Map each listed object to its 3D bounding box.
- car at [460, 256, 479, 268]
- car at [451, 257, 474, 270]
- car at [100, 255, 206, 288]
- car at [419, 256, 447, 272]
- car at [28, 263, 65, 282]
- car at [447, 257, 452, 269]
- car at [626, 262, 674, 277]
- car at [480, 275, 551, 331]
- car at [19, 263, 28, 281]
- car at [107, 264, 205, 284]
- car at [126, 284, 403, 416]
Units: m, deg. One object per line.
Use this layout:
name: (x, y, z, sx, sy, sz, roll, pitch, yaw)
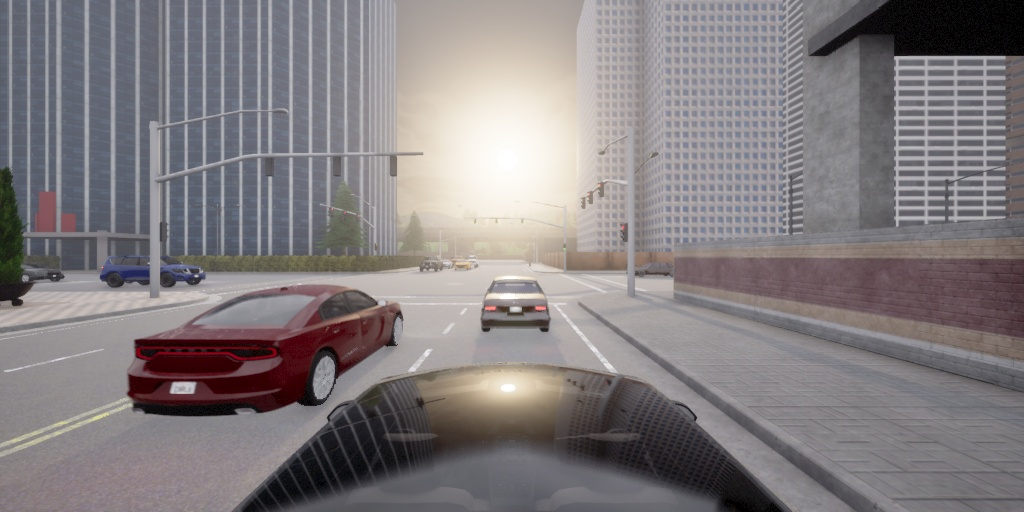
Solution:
car: (-7.031, 0.971, 61.800, 2.150, 2.045, 5.566, 0, 0, 0)
car: (-7.063, 1.227, 51.959, 1.882, 1.535, 5.008, 0, 0, 0)
car: (-23.595, 0.972, 23.652, 5.566, 2.045, 2.150, 0, 0, 0)
car: (-10.569, 0.972, 47.353, 2.150, 2.045, 5.566, 0, 0, 0)
car: (-37.007, 1.255, 27.075, 4.892, 1.490, 1.837, 0, 0, 0)
car: (-10.551, 1.275, 56.892, 1.812, 1.442, 4.674, 0, 0, 0)
car: (13.912, 1.297, 34.737, 5.357, 1.411, 2.033, 0, 0, 0)
car: (0.090, 1.298, 10.941, 2.033, 1.411, 5.357, 0, 0, 0)
car: (-35.429, 1.313, 23.584, 4.181, 1.385, 1.994, 0, 0, 0)
car: (-26.784, 1.297, 27.131, 5.357, 1.411, 2.033, 0, 0, 0)
car: (-3.438, 1.228, 6.245, 1.882, 1.535, 5.008, 0, 0, 0)
